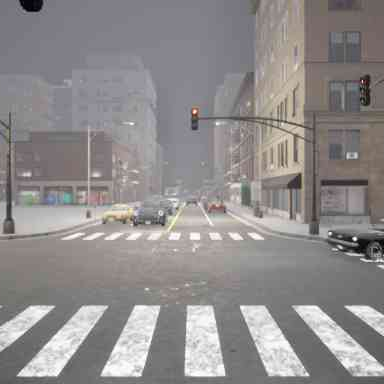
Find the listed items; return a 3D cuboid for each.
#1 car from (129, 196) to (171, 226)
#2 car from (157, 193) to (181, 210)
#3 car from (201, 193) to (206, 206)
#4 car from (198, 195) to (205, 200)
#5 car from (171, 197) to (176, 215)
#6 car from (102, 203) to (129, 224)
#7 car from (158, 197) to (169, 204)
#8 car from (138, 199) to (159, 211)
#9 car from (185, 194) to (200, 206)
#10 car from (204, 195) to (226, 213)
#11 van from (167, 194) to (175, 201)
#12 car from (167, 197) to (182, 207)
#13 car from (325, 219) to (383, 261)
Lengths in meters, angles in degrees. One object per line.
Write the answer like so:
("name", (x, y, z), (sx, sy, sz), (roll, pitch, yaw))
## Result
("car", (-2.813, 1.352, 23.137), (2.097, 1.767, 4.553), (0, 0, -1))
("car", (-2.819, 1.222, 43.334), (2.150, 2.045, 5.566), (0, 0, 0))
("car", (2.617, 1.317, 41.804), (2.192, 1.841, 5.009), (0, 0, 0))
("car", (2.592, 1.575, 92.761), (1.947, 1.339, 4.313), (0, 0, 0))
("car", (-2.854, 1.507, 33.102), (1.837, 1.490, 4.892), (0, 0, 0))
("car", (-5.400, 1.526, 24.645), (1.752, 1.417, 4.829), (0, 0, 0))
("car", (-5.419, 1.586, 64.448), (1.802, 1.307, 4.206), (0, 0, 0))
("car", (-5.408, 1.552, 41.801), (2.008, 1.369, 4.403), (0, 0, 0))
("car", (-0.026, 1.508, 54.759), (1.837, 1.490, 4.892), (0, 0, 0))
("car", (2.620, 1.441, 36.142), (1.967, 1.590, 4.097), (0, 0, 0))
("van", (-5.430, 1.349, 87.096), (1.690, 1.788, 3.998), (0, 0, 0))
("car", (-2.823, 1.550, 53.978), (2.033, 1.411, 5.357), (0, 0, 1))
("car", (7.372, 1.641, 12.013), (4.718, 1.301, 1.895), (0, 0, -9))
